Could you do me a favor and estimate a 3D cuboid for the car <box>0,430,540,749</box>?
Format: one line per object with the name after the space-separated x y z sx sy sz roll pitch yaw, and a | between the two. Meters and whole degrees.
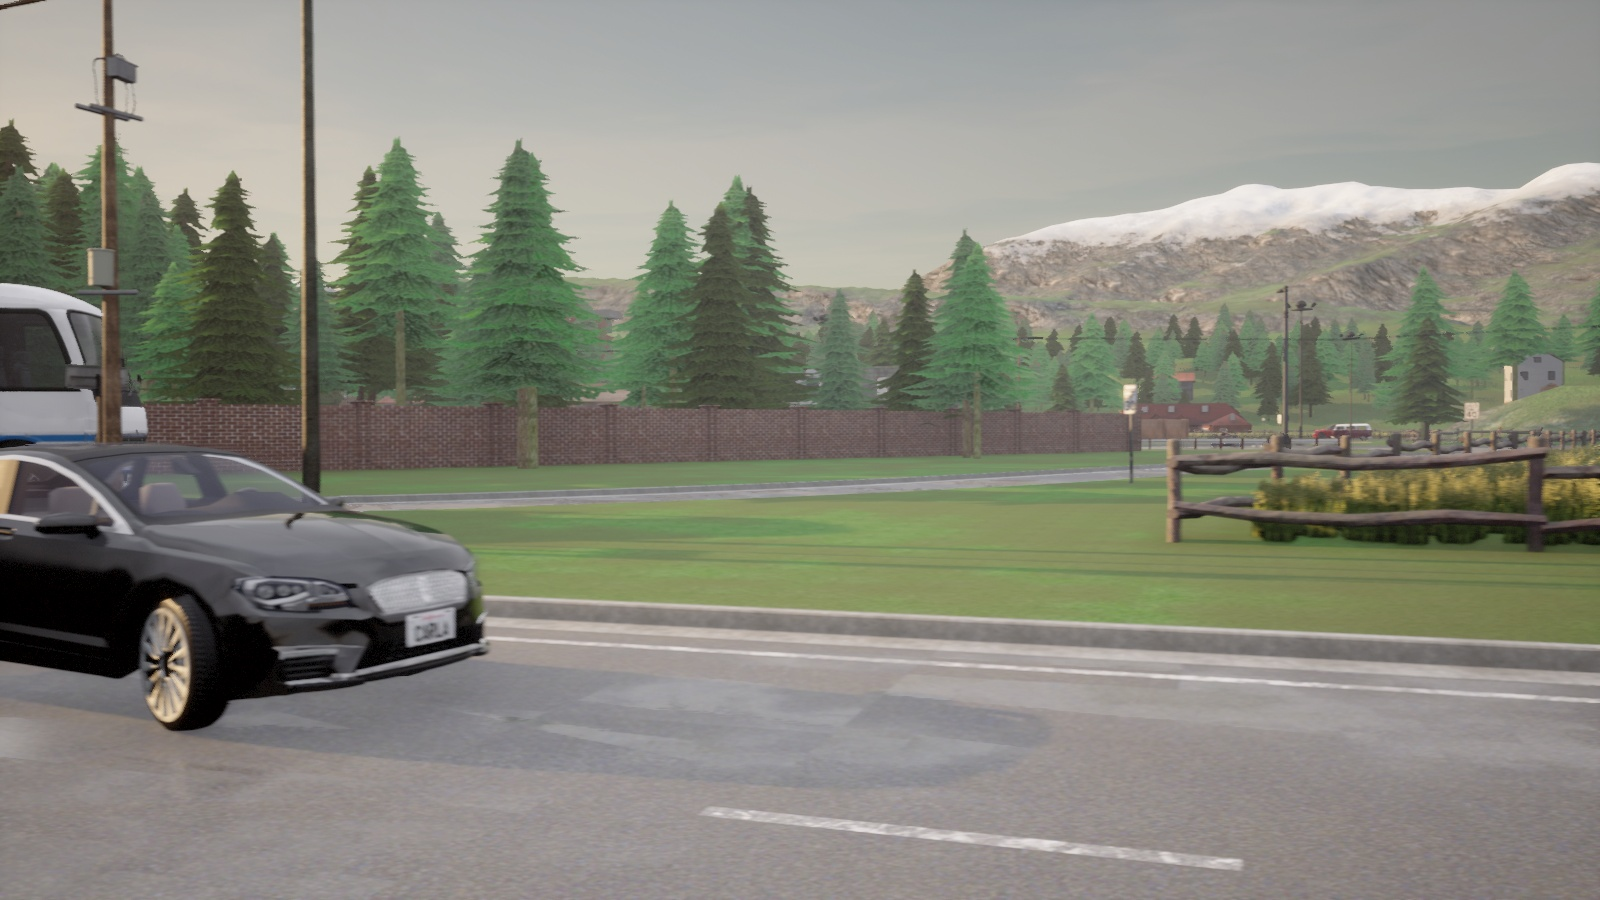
-4.305 0.637 8.050 4.902 1.511 2.128 1 1 27 | car

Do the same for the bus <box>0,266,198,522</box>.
-16.568 -0.967 22.028 10.273 4.253 3.944 0 1 -15 | bus
